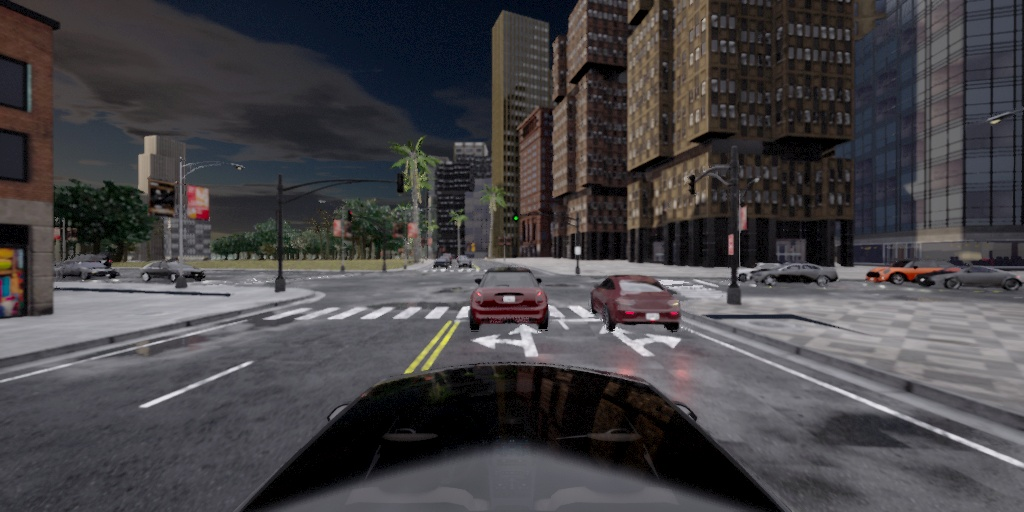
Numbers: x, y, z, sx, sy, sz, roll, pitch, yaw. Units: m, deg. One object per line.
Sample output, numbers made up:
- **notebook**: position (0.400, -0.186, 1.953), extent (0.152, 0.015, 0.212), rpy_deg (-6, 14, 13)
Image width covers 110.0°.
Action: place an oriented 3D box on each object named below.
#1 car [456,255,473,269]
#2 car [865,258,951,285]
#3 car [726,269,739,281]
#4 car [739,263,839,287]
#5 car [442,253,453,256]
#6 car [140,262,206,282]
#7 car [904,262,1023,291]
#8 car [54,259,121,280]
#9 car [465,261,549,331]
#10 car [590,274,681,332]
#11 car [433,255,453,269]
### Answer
- **car**: position (-6.553, 0.961, 50.266), extent (1.837, 1.490, 4.892), rpy_deg (0, 1, -7)
- **car**: position (27.358, 1.046, 24.564), extent (4.553, 1.767, 2.097), rpy_deg (0, 0, 14)
- **car**: position (18.660, 1.218, 26.753), extent (4.674, 1.442, 1.812), rpy_deg (0, 0, 14)
- **car**: position (18.244, 1.195, 23.505), extent (4.902, 1.511, 2.128), rpy_deg (0, 0, 14)
- **car**: position (-11.078, 0.697, 59.480), extent (2.097, 1.767, 4.553), rpy_deg (0, 1, -8)
- **car**: position (-26.161, 1.182, 27.660), extent (4.892, 1.490, 1.837), rpy_deg (0, 0, 14)
- **car**: position (26.895, 1.269, 21.334), extent (4.181, 1.385, 1.994), rpy_deg (0, 0, 14)
- **car**: position (-35.722, 1.207, 30.065), extent (5.357, 1.411, 2.033), rpy_deg (0, 0, 14)
- **car**: position (-0.106, 1.109, 11.205), extent (2.097, 1.767, 4.553), rpy_deg (0, 0, -1)
- **car**: position (3.537, 1.280, 10.871), extent (1.812, 1.442, 4.674), rpy_deg (0, 0, 4)
- **car**: position (-9.798, 1.002, 50.226), extent (2.033, 1.411, 5.357), rpy_deg (0, 1, -4)
